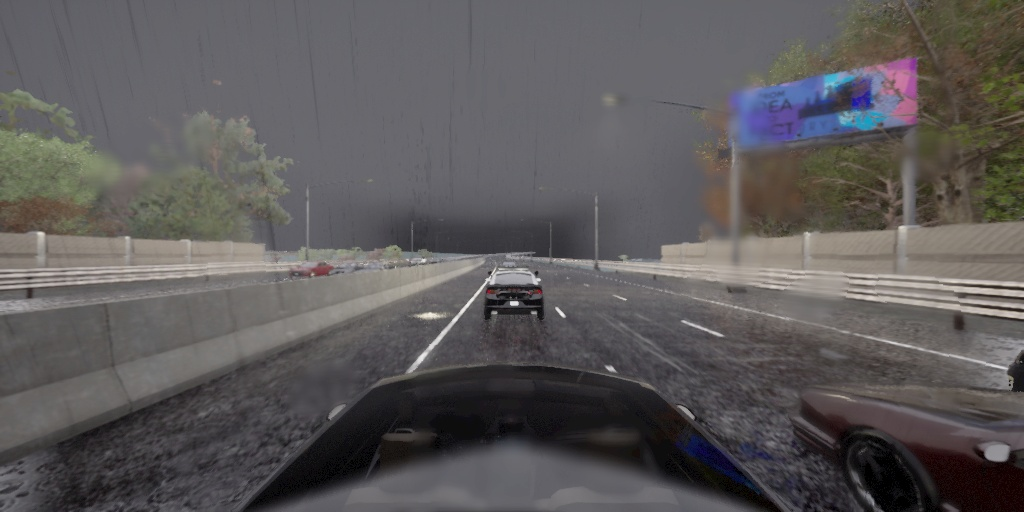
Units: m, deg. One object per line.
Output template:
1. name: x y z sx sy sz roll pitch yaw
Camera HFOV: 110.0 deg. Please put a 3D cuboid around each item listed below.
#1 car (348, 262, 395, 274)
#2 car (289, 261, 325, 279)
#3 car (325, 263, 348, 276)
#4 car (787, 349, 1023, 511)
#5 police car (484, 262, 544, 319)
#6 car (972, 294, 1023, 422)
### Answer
1. car: -10.821 1.234 28.741 2.128 1.511 4.902 0 0 -1
2. car: -17.878 1.219 32.175 1.882 1.535 5.008 0 0 -1
3. car: -14.373 1.305 31.910 1.994 1.385 4.181 0 0 -1
4. car: 3.599 1.297 0.975 2.033 1.411 5.357 0 0 0
5. police car: 0.052 1.173 13.014 1.930 1.638 5.238 0 0 0
6. car: 7.092 1.253 2.369 1.837 1.490 4.892 0 0 0
